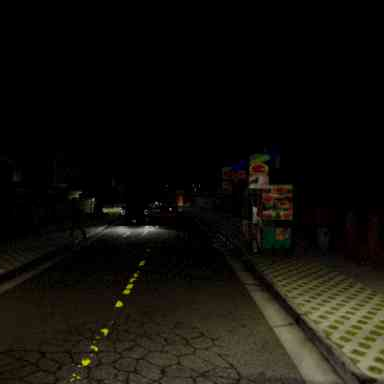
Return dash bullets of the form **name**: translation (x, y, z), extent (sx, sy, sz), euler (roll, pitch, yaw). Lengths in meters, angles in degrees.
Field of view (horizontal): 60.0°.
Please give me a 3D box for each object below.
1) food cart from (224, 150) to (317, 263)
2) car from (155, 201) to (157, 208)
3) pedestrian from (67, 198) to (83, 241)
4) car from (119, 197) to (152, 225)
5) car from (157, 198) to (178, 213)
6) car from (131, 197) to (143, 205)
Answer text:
- **food cart**: translation (2.729, 0.465, 12.864), extent (2.280, 3.560, 4.660), euler (0, 0, -3)
- **car**: translation (-4.109, 1.620, 47.205), extent (2.033, 1.411, 5.357), euler (0, 0, -12)
- **pedestrian**: translation (-4.953, 1.140, 14.137), extent (0.375, 1.860, 0.375), euler (0, 0, -11)
- **car**: translation (-4.031, 1.368, 24.240), extent (2.097, 1.767, 4.553), euler (0, 0, -6)
- **car**: translation (-2.623, 1.545, 37.351), extent (1.837, 1.490, 4.892), euler (0, 0, -8)
- **car**: translation (-10.241, 1.638, 61.450), extent (1.837, 1.490, 4.892), euler (0, 0, -13)
